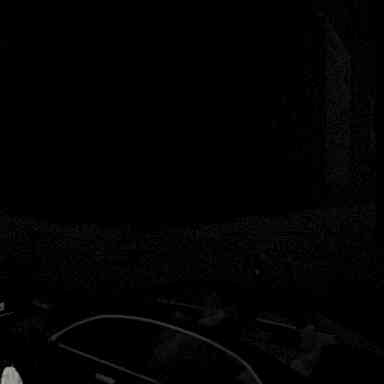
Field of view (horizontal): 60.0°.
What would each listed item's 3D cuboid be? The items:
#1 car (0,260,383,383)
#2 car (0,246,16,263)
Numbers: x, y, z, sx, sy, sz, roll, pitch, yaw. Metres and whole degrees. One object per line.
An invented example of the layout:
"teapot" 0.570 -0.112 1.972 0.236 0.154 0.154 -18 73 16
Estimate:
"car" -0.158 1.550 3.070 4.403 1.369 2.008 0 0 36
"car" -4.771 1.549 6.364 4.403 1.369 2.008 0 0 36
